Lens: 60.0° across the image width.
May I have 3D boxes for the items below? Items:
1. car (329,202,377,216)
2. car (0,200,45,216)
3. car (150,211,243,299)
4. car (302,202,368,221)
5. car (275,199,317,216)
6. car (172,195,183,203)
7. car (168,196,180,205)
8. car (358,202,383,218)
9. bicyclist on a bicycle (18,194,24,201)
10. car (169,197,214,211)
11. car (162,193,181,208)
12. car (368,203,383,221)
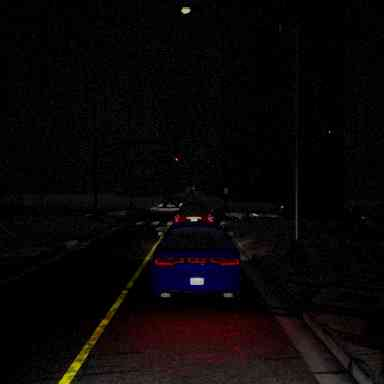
[{"bbox_3d":[17.778,1.842,36.905,4.403,1.369,2.008,1,-1,0],"label":"car"},{"bbox_3d":[-14.780,1.367,28.278,4.403,1.369,2.008,1,-1,0],"label":"car"},{"bbox_3d":[0.099,1.477,8.539,1.882,1.535,5.008,0,0,0],"label":"car"},{"bbox_3d":[12.129,1.774,28.380,4.313,1.339,1.947,1,-1,0],"label":"car"},{"bbox_3d":[10.945,1.539,34.228,4.553,1.767,2.097,1,0,0],"label":"car"},{"bbox_3d":[-3.024,1.493,69.485,2.128,1.511,4.902,0,0,0],"label":"car"},{"bbox_3d":[-3.092,1.526,59.166,1.812,1.442,4.674,0,0,1],"label":"car"},{"bbox_3d":[19.911,1.852,34.233,4.674,1.442,1.812,1,0,0],"label":"car"},{"bbox_3d":[-20.506,1.030,39.762,0.582,1.620,1.656,1,0,0],"label":"bicyclist on a bicycle"},{"bbox_3d":[0.116,1.352,17.693,2.097,1.767,4.553,0,0,1],"label":"car"},{"bbox_3d":[-3.104,1.222,49.335,2.150,2.045,5.566,0,0,0],"label":"car"},{"bbox_3d":[17.942,1.824,28.381,4.829,1.417,1.752,1,-1,0],"label":"car"}]
